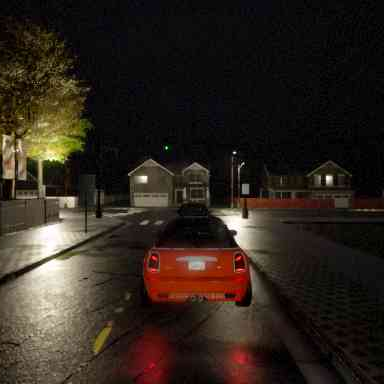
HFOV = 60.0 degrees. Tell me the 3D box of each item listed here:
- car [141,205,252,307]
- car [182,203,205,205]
[{"bbox_3d":[0.083,1.354,8.150,2.097,1.767,4.553,0,0,0],"label":"car"},{"bbox_3d":[0.094,1.355,18.071,2.097,1.767,4.553,0,0,1],"label":"car"}]
